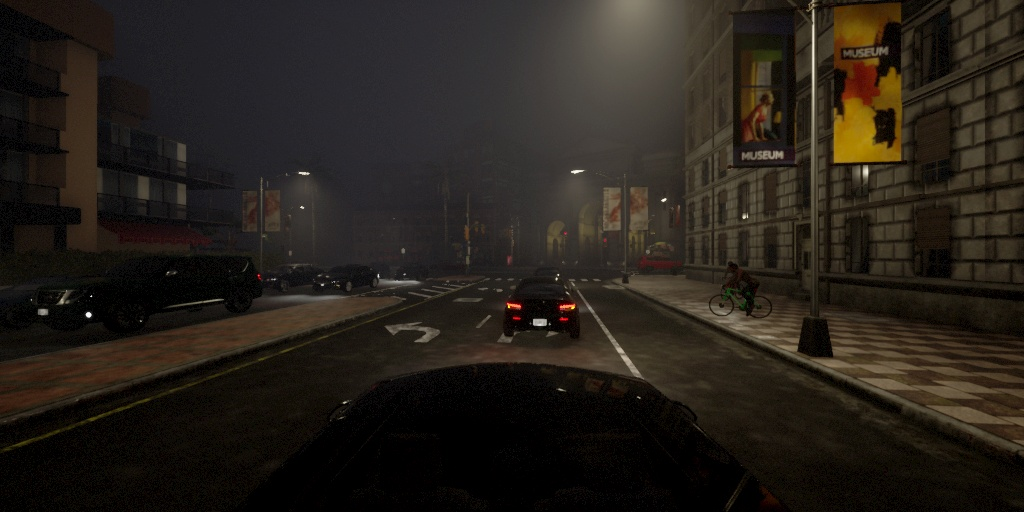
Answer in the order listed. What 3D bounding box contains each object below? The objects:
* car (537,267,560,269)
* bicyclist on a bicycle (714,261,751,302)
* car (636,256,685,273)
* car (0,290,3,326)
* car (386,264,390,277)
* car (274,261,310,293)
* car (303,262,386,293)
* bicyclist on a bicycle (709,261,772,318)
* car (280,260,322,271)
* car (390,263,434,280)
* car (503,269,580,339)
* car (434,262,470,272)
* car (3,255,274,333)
[{"bbox_3d":[1.922,1.276,18.921,1.812,1.442,4.674,0,0,7],"label":"car"},{"bbox_3d":[9.272,1.050,15.059,1.656,1.620,0.582,0,0,-28],"label":"bicyclist on a bicycle"},{"bbox_3d":[17.572,0.971,42.295,5.566,2.045,2.150,0,0,7],"label":"car"},{"bbox_3d":[-14.204,1.297,11.639,2.033,1.411,5.357,0,0,7],"label":"car"},{"bbox_3d":[-12.412,1.298,32.938,2.033,1.411,5.357,0,0,-9],"label":"car"},{"bbox_3d":[-13.121,1.242,21.160,2.128,1.511,4.902,0,0,6],"label":"car"},{"bbox_3d":[-9.594,1.255,21.070,1.837,1.490,4.892,0,0,7],"label":"car"},{"bbox_3d":[6.854,1.051,10.797,1.656,1.620,0.582,0,0,22],"label":"bicyclist on a bicycle"},{"bbox_3d":[-28.129,1.276,47.932,4.674,1.442,1.812,0,0,7],"label":"car"},{"bbox_3d":[-8.600,1.314,31.081,1.994,1.385,4.181,0,0,4],"label":"car"},{"bbox_3d":[0.877,1.276,10.078,1.812,1.442,4.674,0,0,7],"label":"car"},{"bbox_3d":[-7.759,1.351,45.415,4.718,1.301,1.895,0,0,7],"label":"car"},{"bbox_3d":[-10.713,0.971,11.216,2.150,2.045,5.566,0,0,8],"label":"car"}]
